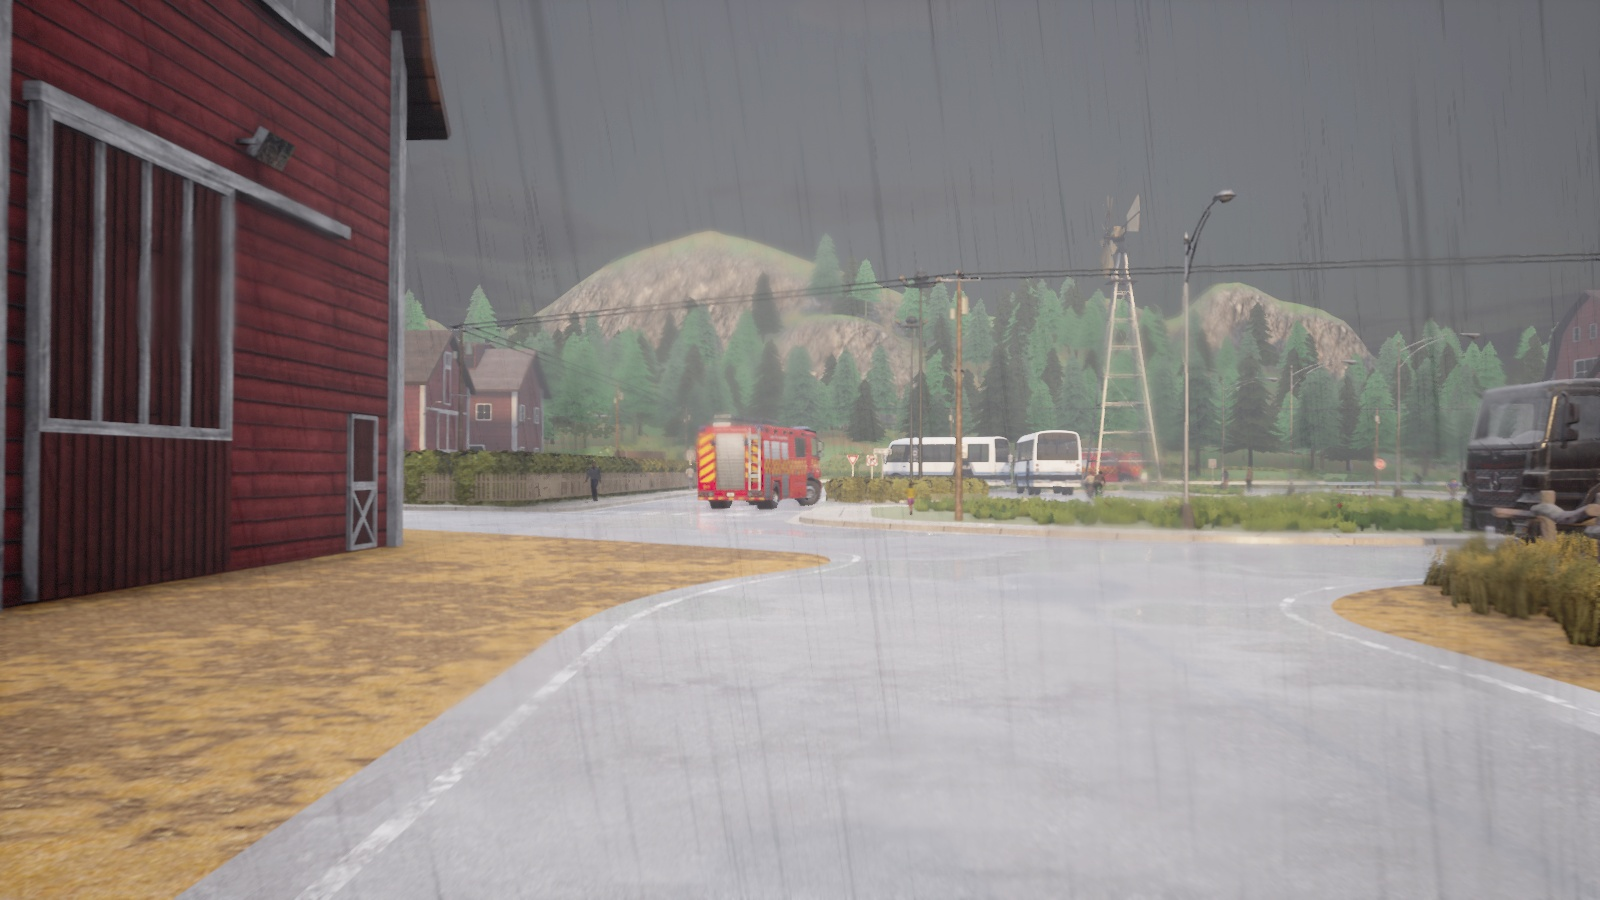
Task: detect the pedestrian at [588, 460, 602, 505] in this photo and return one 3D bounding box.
[{"bbox_3d":[-9.096,1.439,55.727,0.423,1.949,0.788,0,-1,7],"label":"pedestrian"}]

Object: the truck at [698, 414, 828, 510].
[{"bbox_3d":[-1.423,0.564,54.268,2.891,3.827,8.468,-1,-1,18],"label":"truck"}]

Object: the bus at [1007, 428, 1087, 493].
[{"bbox_3d":[17.139,0.841,87.897,3.944,4.253,10.273,0,-2,2],"label":"bus"}]

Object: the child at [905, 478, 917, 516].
[{"bbox_3d":[3.461,1.471,39.320,0.299,1.160,0.473,0,-1,-3],"label":"child"}]

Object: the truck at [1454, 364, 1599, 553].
[{"bbox_3d":[17.429,0.170,24.328,7.936,3.462,2.891,0,-1,3],"label":"truck"}]
